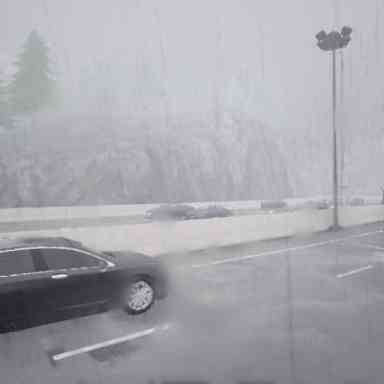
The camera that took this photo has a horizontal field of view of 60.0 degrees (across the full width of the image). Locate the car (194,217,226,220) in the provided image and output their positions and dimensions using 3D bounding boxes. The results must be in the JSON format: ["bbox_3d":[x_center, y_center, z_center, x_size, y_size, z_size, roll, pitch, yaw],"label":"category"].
[{"bbox_3d":[1.527,1.764,27.600,4.181,1.385,1.994,0,-1,-41],"label":"car"}]

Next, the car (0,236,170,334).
[{"bbox_3d":[-2.702,1.582,6.085,4.892,1.490,1.837,0,0,-36],"label":"car"}]

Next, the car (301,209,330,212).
[{"bbox_3d":[11.630,1.633,32.145,4.902,1.511,2.128,0,-1,-44],"label":"car"}]
